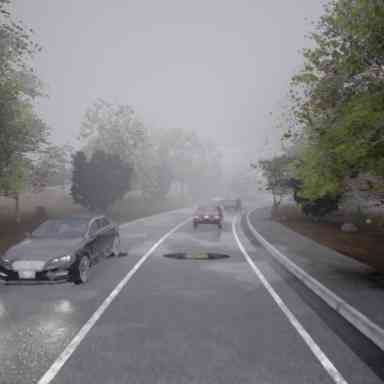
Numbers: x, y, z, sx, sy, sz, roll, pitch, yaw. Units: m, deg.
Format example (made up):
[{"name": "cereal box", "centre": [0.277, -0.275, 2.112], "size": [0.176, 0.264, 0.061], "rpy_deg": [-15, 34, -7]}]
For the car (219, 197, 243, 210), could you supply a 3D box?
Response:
[{"name": "car", "centre": [5.307, 1.496, 42.516], "size": [2.128, 1.511, 4.902], "rpy_deg": [1, 0, 15]}]

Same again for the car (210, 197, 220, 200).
[{"name": "car", "centre": [3.836, 1.452, 50.147], "size": [1.812, 1.442, 4.674], "rpy_deg": [2, 0, 19]}]

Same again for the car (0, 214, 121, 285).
[{"name": "car", "centre": [-3.420, 1.432, 9.532], "size": [2.128, 1.511, 4.902], "rpy_deg": [-1, 1, 2]}]

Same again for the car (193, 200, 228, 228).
[{"name": "car", "centre": [1.161, 1.528, 22.199], "size": [2.033, 1.411, 5.357], "rpy_deg": [1, 0, 7]}]
